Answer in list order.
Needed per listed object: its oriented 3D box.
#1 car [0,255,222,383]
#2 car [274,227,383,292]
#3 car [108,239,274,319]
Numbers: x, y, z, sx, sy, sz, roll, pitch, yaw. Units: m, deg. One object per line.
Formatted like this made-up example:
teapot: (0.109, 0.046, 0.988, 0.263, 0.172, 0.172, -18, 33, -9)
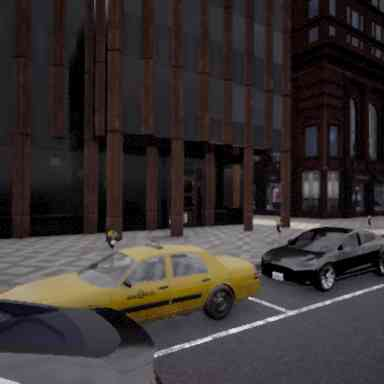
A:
car: (-2.444, 1.490, 1.630, 4.902, 1.511, 2.128, 1, -1, -35)
car: (3.858, 1.672, 9.252, 4.313, 1.339, 1.947, 1, -1, -35)
car: (-0.910, 1.571, 5.939, 4.829, 1.417, 1.752, 1, -1, -35)
